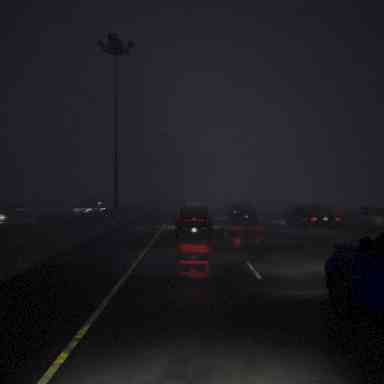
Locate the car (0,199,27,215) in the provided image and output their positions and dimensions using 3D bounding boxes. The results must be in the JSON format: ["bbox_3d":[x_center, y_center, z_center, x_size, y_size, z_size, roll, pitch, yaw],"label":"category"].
[{"bbox_3d":[-17.593,1.462,31.698,1.994,1.385,4.181,0,0,0],"label":"car"}]

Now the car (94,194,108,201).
[{"bbox_3d":[-21.008,1.200,77.153,1.882,1.535,5.008,0,0,0],"label":"car"}]

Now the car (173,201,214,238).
[{"bbox_3d":[0.098,1.445,17.298,1.837,1.490,4.892,0,0,0],"label":"car"}]

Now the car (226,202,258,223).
[{"bbox_3d":[3.611,1.440,24.291,1.812,1.442,4.674,0,0,0],"label":"car"}]

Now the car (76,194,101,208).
[{"bbox_3d":[-14.074,1.377,44.781,1.812,1.442,4.674,0,0,0],"label":"car"}]

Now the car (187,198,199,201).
[{"bbox_3d":[0.097,1.399,36.595,1.812,1.442,4.674,0,0,0],"label":"car"}]

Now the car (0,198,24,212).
[{"bbox_3d":[-21.085,1.443,37.662,1.994,1.385,4.181,0,0,0],"label":"car"}]

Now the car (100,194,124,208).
[{"bbox_3d":[-10.578,1.349,45.443,1.837,1.490,4.892,0,1,0],"label":"car"}]

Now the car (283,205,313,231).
[{"bbox_3d":[7.098,1.474,20.169,2.033,1.411,5.357,0,0,0],"label":"car"}]

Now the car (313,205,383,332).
[{"bbox_3d":[3.598,1.206,3.998,2.150,2.045,5.566,0,0,0],"label":"car"}]

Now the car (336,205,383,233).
[{"bbox_3d":[10.599,1.527,19.947,1.895,1.301,4.718,0,0,0],"label":"car"}]
